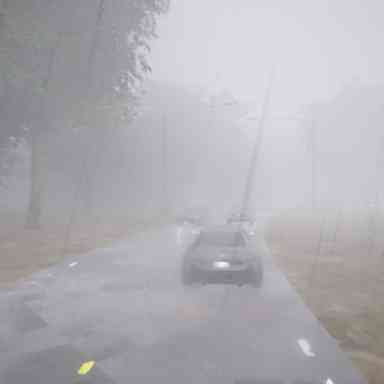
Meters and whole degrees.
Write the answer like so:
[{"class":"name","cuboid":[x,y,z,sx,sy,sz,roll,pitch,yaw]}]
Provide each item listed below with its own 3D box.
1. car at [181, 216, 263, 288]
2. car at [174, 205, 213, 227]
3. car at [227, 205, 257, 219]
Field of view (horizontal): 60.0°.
[{"class":"car","cuboid":[0.878,1.625,9.533,1.994,1.385,4.181,0,0,6]},{"class":"car","cuboid":[0.284,1.684,24.467,2.033,1.411,5.357,0,0,14]},{"class":"car","cuboid":[3.848,1.660,25.240,2.033,1.411,5.357,0,0,15]}]
